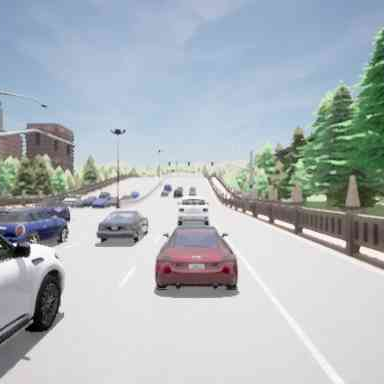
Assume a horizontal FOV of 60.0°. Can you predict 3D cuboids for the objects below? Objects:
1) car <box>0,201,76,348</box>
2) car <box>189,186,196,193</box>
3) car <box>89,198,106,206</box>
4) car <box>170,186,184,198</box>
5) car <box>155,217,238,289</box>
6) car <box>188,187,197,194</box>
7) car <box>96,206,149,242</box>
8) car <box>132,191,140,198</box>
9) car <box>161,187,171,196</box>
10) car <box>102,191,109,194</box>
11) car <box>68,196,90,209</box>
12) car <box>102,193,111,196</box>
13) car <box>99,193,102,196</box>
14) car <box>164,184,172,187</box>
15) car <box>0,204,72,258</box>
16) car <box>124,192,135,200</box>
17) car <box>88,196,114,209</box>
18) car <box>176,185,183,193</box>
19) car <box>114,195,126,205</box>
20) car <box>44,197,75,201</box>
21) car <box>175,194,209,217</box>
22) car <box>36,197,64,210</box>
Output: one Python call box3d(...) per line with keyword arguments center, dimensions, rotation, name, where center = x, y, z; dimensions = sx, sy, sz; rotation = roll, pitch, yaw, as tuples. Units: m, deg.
box3d(center=(-3.402, 1.249, 3.731), dimensions=(2.150, 2.045, 5.566), rotation=(0, 0, 0), name="car")
box3d(center=(0.150, -0.776, 91.919), dimensions=(2.033, 1.411, 5.357), rotation=(0, 7, 0), name="car")
box3d(center=(-17.501, 1.882, 61.745), dimensions=(1.895, 1.301, 4.718), rotation=(0, 1, 0), name="car")
box3d(center=(-3.409, 0.224, 81.495), dimensions=(2.150, 2.045, 5.566), rotation=(0, 6, 0), name="car")
box3d(center=(0.101, 1.623, 9.337), dimensions=(1.994, 1.385, 4.181), rotation=(0, 0, 0), name="car")
box3d(center=(0.094, 0.486, 81.894), dimensions=(2.128, 1.511, 4.902), rotation=(0, 6, 0), name="car")
box3d(center=(-3.399, 1.654, 17.112), dimensions=(2.033, 1.411, 5.357), rotation=(0, 0, 0), name="car")
box3d(center=(-13.912, 0.550, 80.875), dimensions=(1.882, 1.535, 5.008), rotation=(0, 5, 0), name="car")
box3d(center=(-6.894, 0.274, 84.102), dimensions=(2.033, 1.411, 5.357), rotation=(0, 6, 0), name="car")
box3d(center=(-20.919, 0.674, 79.725), dimensions=(1.882, 1.535, 5.008), rotation=(0, 5, 0), name="car")
box3d(center=(-17.554, 1.810, 52.611), dimensions=(2.128, 1.511, 4.902), rotation=(0, 0, 0), name="car")
box3d(center=(-17.464, 1.447, 71.692), dimensions=(1.895, 1.301, 4.718), rotation=(0, 3, 0), name="car")
box3d(center=(-20.977, 1.531, 69.380), dimensions=(2.033, 1.411, 5.357), rotation=(0, 3, 0), name="car")
box3d(center=(-6.836, -1.287, 94.461), dimensions=(2.150, 2.045, 5.566), rotation=(0, 7, 0), name="car")
box3d(center=(-6.900, 1.439, 13.895), dimensions=(2.097, 1.767, 4.553), rotation=(0, 0, 0), name="car")
box3d(center=(-13.969, 1.382, 70.744), dimensions=(1.882, 1.535, 5.008), rotation=(0, 3, 0), name="car")
box3d(center=(-14.064, 1.791, 51.559), dimensions=(1.882, 1.535, 5.008), rotation=(0, 0, 0), name="car")
box3d(center=(-3.350, -0.816, 91.934), dimensions=(1.837, 1.490, 4.892), rotation=(0, 7, 0), name="car")
box3d(center=(-14.019, 1.827, 60.866), dimensions=(1.812, 1.442, 4.674), rotation=(0, 1, 0), name="car")
box3d(center=(-12.029, 1.524, 27.594), dimensions=(4.553, 1.767, 2.097), rotation=(0, 0, 43), name="car")
box3d(center=(0.101, 1.375, 24.729), dimensions=(2.150, 2.045, 5.566), rotation=(0, 0, 0), name="car")
box3d(center=(-21.127, 1.659, 49.706), dimensions=(2.097, 1.767, 4.553), rotation=(0, 0, 2), name="car")
